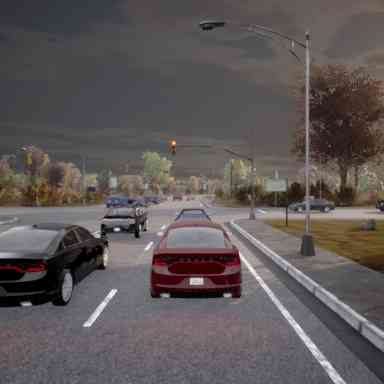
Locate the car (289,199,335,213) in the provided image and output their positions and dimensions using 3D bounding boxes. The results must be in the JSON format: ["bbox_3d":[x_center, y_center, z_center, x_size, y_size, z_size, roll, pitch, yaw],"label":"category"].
[{"bbox_3d":[13.272,1.505,36.935,4.892,1.490,1.837,0,0,3],"label":"car"}]

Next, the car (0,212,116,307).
[{"bbox_3d":[-3.421,1.478,8.065,1.882,1.535,5.008,0,0,0],"label":"car"}]

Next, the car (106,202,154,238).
[{"bbox_3d":[-3.443,1.492,17.552,2.128,1.511,4.902,0,0,-1],"label":"car"}]

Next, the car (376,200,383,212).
[{"bbox_3d":[23.269,1.211,36.422,5.566,2.045,2.150,0,0,3],"label":"car"}]

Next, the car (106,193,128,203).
[{"bbox_3d":[-10.738,1.222,47.690,2.150,2.045,5.566,0,0,0],"label":"car"}]

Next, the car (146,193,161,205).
[{"bbox_3d":[-7.252,1.224,58.871,2.150,2.045,5.566,0,0,0],"label":"car"}]

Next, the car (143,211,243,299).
[{"bbox_3d":[0.077,1.478,8.542,1.882,1.535,5.008,0,0,0],"label":"car"}]

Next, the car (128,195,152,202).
[{"bbox_3d":[-7.236,1.564,46.827,1.994,1.385,4.181,0,0,0],"label":"car"}]

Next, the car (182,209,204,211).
[{"bbox_3d":[0.051,1.564,17.531,1.994,1.385,4.181,0,0,0],"label":"car"}]

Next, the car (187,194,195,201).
[{"bbox_3d":[-0.252,1.348,85.735,2.097,1.767,4.553,0,0,0],"label":"car"}]

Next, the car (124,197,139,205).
[{"bbox_3d":[-10.748,1.601,59.621,1.895,1.301,4.718,0,0,0],"label":"car"}]

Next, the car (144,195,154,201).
[{"bbox_3d":[-10.750,1.478,84.311,1.882,1.535,5.008,0,0,0],"label":"car"}]

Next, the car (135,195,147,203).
[{"bbox_3d":[-10.710,1.500,70.145,1.837,1.490,4.892,0,0,0],"label":"car"}]

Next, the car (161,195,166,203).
[{"bbox_3d":[-7.207,1.355,69.451,2.097,1.767,4.553,0,0,0],"label":"car"}]

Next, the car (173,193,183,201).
[{"bbox_3d":[-3.751,1.218,85.368,2.150,2.045,5.566,0,0,0],"label":"car"}]
